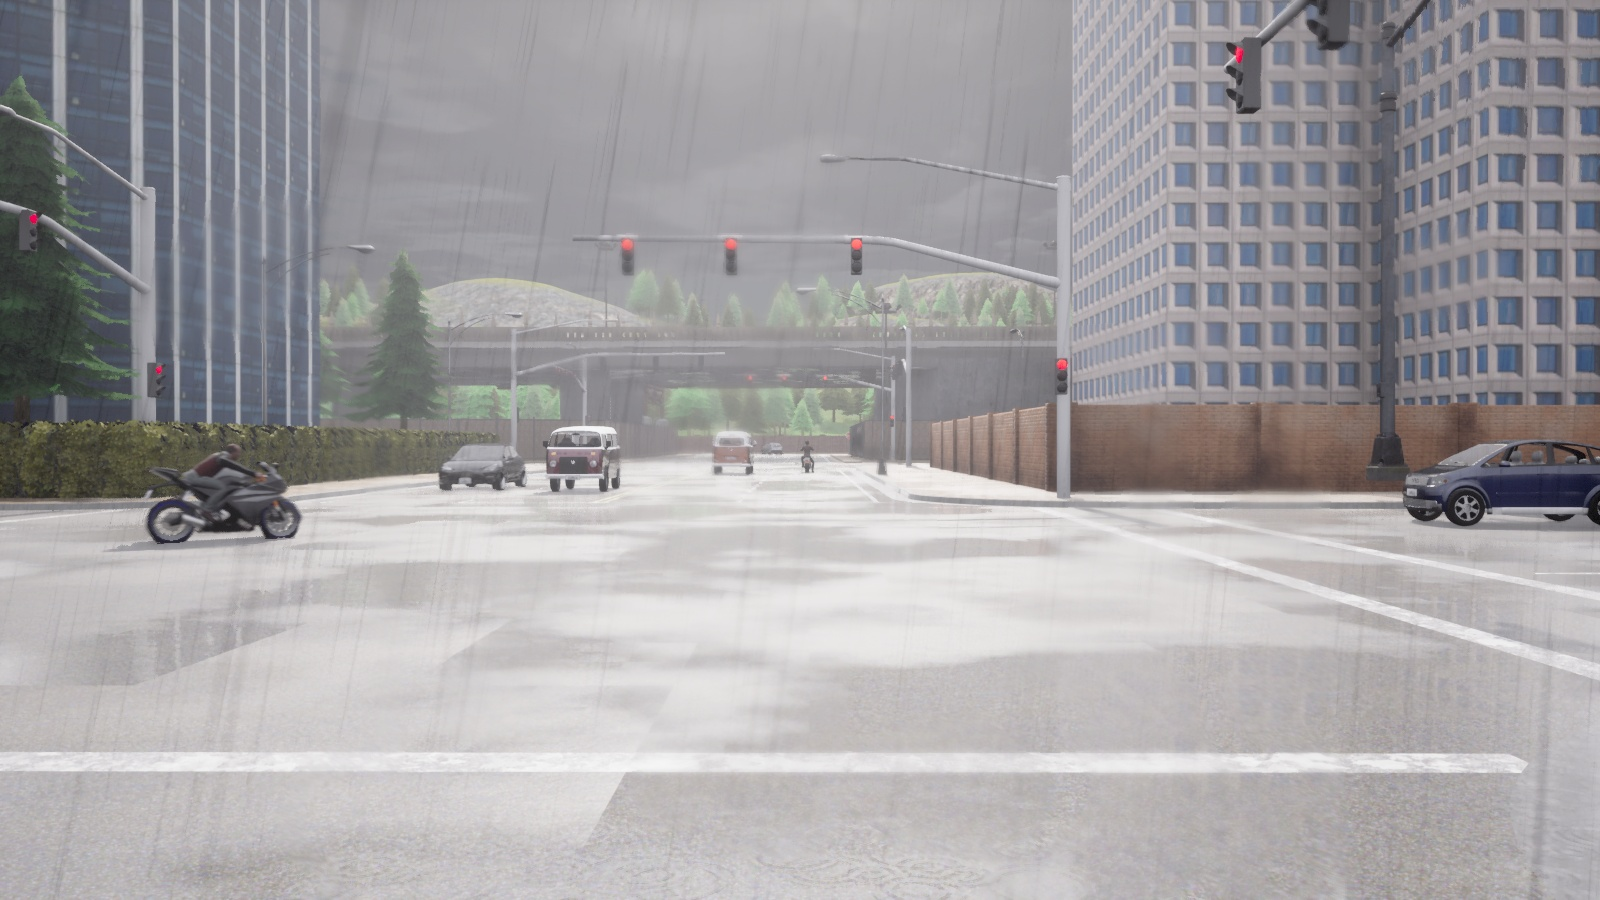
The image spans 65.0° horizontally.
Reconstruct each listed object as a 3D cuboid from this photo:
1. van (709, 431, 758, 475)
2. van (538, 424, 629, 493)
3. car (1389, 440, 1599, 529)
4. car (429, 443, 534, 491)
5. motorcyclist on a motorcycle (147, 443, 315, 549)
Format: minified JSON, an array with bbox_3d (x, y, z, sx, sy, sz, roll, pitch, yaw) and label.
[{"bbox_3d":[-3.158,0.126,60.408,2.069,2.038,4.480,0,0,0],"label":"van"},{"bbox_3d":[-6.770,0.240,39.687,2.069,2.038,4.480,0,0,0],"label":"van"},{"bbox_3d":[13.058,0.606,22.997,3.705,1.549,1.789,0,0,1],"label":"car"},{"bbox_3d":[-10.264,0.507,40.850,2.163,1.488,4.792,0,0,0],"label":"car"},{"bbox_3d":[-8.695,0.666,19.228,2.191,1.530,0.866,0,0,-38],"label":"motorcyclist on a motorcycle"}]
